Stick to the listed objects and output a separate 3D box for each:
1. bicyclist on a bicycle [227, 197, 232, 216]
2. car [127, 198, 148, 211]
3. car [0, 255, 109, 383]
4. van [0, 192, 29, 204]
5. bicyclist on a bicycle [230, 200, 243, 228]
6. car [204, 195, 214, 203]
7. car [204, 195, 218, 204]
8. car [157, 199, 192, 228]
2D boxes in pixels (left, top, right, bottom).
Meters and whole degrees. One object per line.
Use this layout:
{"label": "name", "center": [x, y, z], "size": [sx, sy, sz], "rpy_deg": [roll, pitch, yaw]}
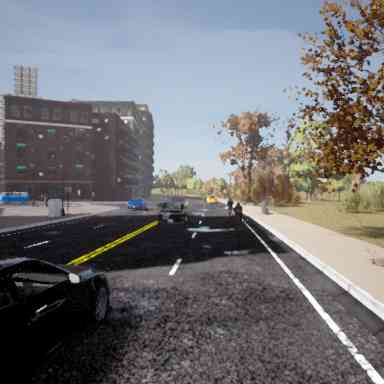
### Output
{"label": "bicyclist on a bicycle", "center": [3.474, 1.374, 30.181], "size": [0.659, 1.776, 1.843], "rpy_deg": [0, 0, 3]}
{"label": "car", "center": [-6.638, 1.489, 40.869], "size": [1.882, 1.535, 5.008], "rpy_deg": [0, 0, 1]}
{"label": "car", "center": [-2.577, 1.528, 4.192], "size": [1.812, 1.442, 4.674], "rpy_deg": [0, 0, 5]}
{"label": "van", "center": [-27.443, 0.922, 51.681], "size": [3.998, 1.788, 1.690], "rpy_deg": [1, -1, -27]}
{"label": "bicyclist on a bicycle", "center": [2.834, 1.457, 20.292], "size": [0.582, 1.620, 1.656], "rpy_deg": [0, 0, 4]}
{"label": "car", "center": [3.743, 1.516, 74.137], "size": [2.128, 1.511, 4.902], "rpy_deg": [0, 0, -1]}
{"label": "car", "center": [3.787, 1.473, 63.170], "size": [1.882, 1.535, 5.008], "rpy_deg": [0, 0, 0]}
{"label": "car", "center": [-1.081, 1.498, 22.297], "size": [2.128, 1.511, 4.902], "rpy_deg": [0, 0, 4]}
